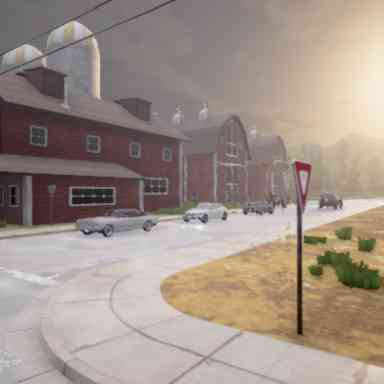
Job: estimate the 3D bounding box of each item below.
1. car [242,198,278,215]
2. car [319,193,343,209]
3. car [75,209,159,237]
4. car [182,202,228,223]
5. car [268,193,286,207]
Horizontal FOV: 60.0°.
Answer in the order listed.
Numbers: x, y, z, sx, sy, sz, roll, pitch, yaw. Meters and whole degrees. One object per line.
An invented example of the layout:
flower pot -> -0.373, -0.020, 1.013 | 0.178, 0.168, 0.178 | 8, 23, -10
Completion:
car -> 6.776, 1.573, 33.885 | 1.994, 1.385, 4.181 | 0, 0, 35
car -> 18.685, 1.213, 44.673 | 2.150, 2.045, 5.566 | 0, 0, 35
car -> -4.003, 1.610, 18.347 | 1.895, 1.301, 4.718 | 0, 0, 35
car -> 1.116, 1.535, 25.713 | 1.812, 1.442, 4.674 | 0, 0, 35
car -> 12.455, 1.163, 49.305 | 1.905, 1.878, 3.866 | 6, 1, -8
